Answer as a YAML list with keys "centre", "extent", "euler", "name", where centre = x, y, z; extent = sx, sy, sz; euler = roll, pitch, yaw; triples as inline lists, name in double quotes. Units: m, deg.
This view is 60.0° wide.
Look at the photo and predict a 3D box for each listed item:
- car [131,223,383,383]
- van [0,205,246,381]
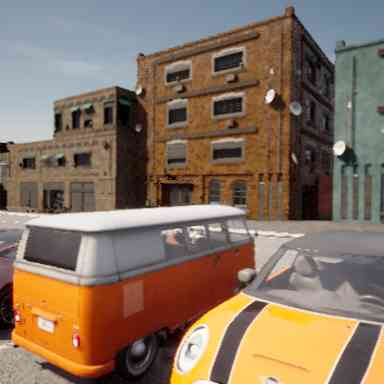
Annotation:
- centre: [1.735, 1.354, 3.948]
  extent: [2.185, 1.767, 4.553]
  euler: [0, 0, 36]
  name: "car"
- centre: [-0.430, 1.254, 5.598]
  extent: [1.878, 1.987, 4.442]
  euler: [0, 0, 35]
  name: "van"
